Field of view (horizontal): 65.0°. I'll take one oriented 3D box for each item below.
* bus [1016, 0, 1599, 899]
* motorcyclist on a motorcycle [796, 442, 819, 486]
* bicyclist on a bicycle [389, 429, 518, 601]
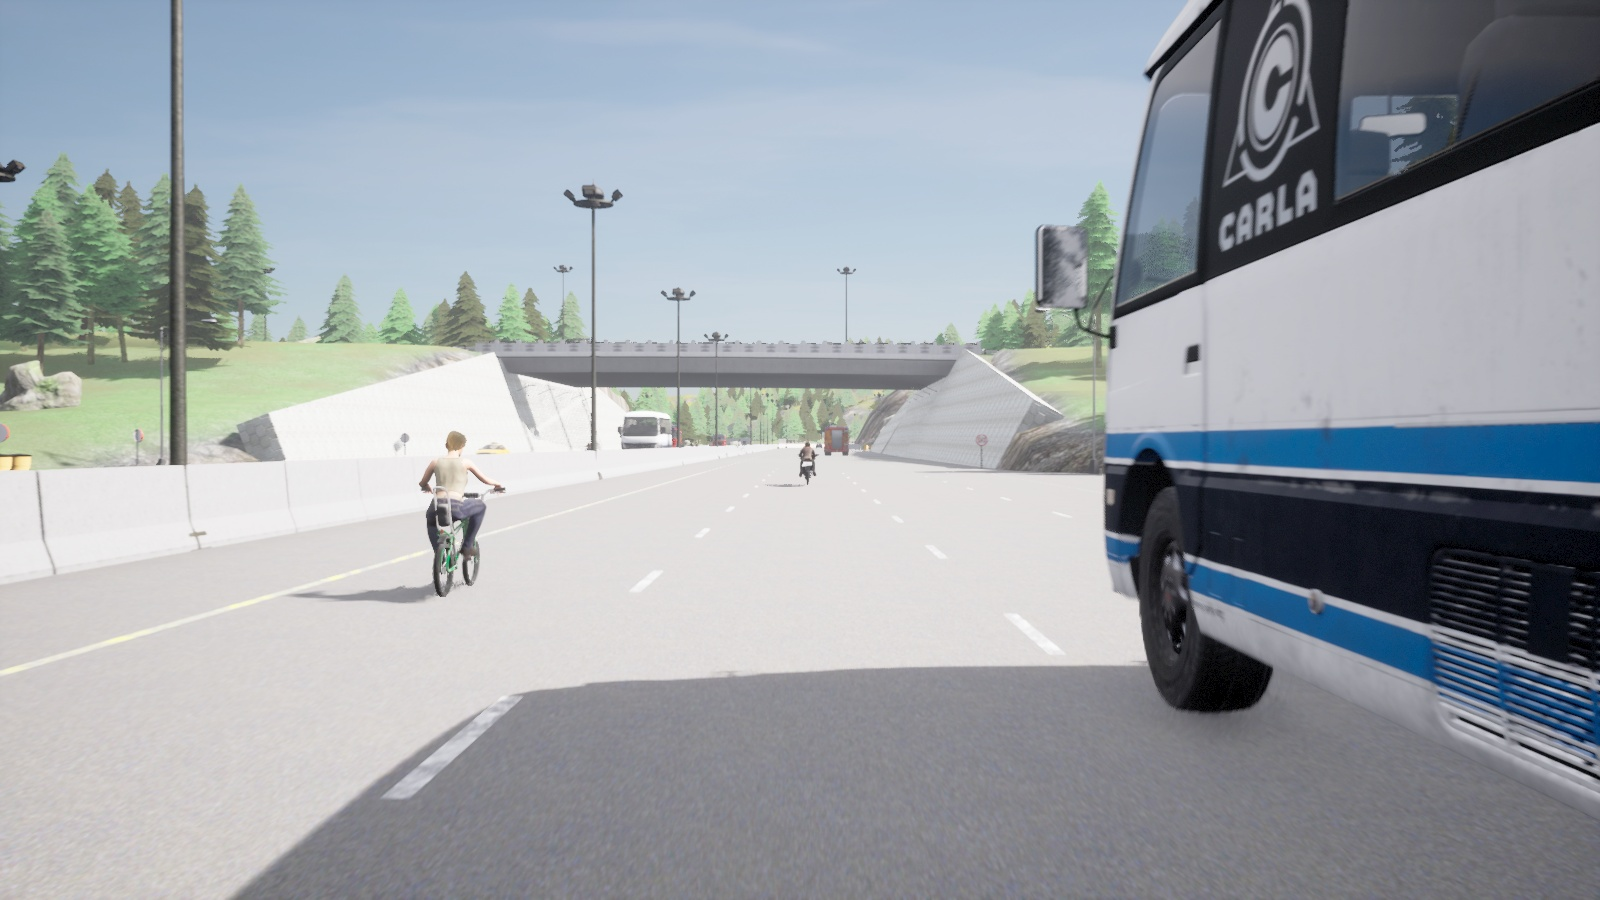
[{"bbox_3d":[3.540,-0.650,4.114,3.944,4.253,10.273,0,0,0],"label":"bus"},{"bbox_3d":[0.266,0.480,44.164,0.797,1.523,2.044,0,0,0],"label":"motorcyclist on a motorcycle"},{"bbox_3d":[-3.419,0.610,12.531,0.866,1.612,1.509,0,0,1],"label":"bicyclist on a bicycle"}]
